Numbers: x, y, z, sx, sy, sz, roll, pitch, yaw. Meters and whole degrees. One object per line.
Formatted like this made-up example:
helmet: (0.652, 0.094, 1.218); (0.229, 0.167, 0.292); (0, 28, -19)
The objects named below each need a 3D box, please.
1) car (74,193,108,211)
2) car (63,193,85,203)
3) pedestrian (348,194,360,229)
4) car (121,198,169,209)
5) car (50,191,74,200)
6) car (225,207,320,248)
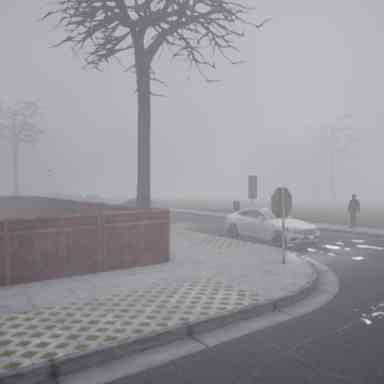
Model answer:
car: (-9.857, 1.043, 32.987); (1.812, 1.442, 4.674); (0, 1, -36)
car: (-17.065, 0.811, 47.953); (1.994, 1.385, 4.181); (0, 1, -35)
pedestrian: (8.519, 0.990, 17.560); (0.375, 1.860, 0.375); (1, 0, -36)
car: (-3.492, 1.165, 24.171); (1.882, 1.535, 5.008); (0, 1, -36)
car: (-15.983, 0.954, 41.517); (1.895, 1.301, 4.718); (0, 1, -36)
car: (3.292, 1.394, 14.549); (1.812, 1.442, 4.674); (0, 1, -32)
